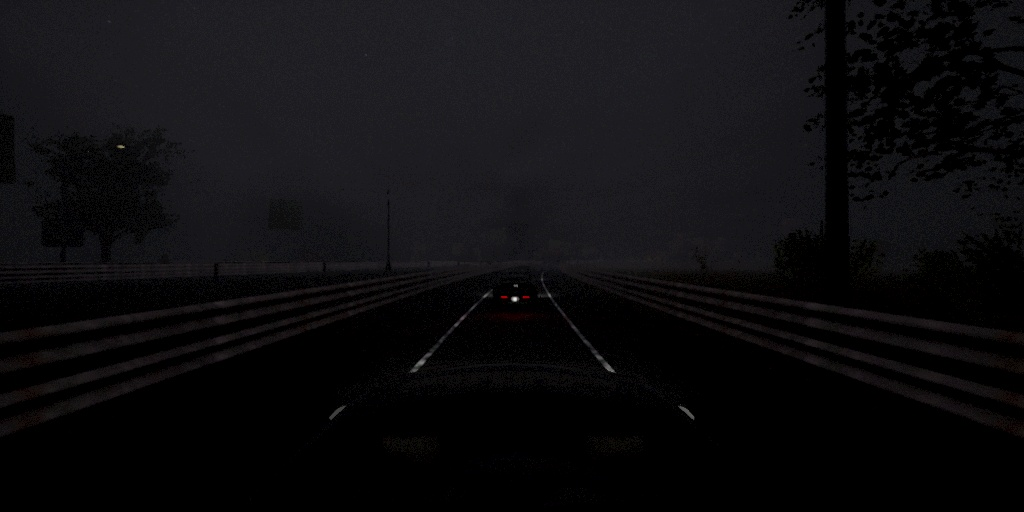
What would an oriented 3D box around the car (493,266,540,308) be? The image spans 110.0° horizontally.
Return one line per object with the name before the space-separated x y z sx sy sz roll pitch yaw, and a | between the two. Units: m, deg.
car | 0.192 1.394 16.080 1.837 1.490 4.892 0 0 2
